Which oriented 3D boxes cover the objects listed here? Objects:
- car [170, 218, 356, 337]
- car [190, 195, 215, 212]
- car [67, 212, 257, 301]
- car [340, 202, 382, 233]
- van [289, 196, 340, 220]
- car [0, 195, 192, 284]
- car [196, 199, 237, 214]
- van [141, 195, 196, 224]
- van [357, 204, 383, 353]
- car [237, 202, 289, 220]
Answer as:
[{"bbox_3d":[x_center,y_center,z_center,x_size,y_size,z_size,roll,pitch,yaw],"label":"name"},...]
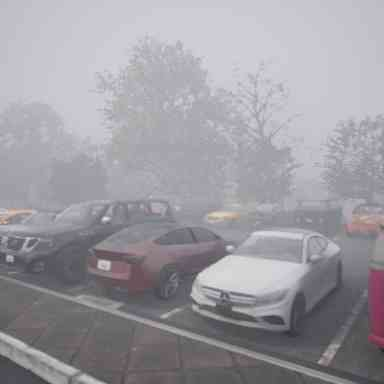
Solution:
[{"bbox_3d":[1.836,1.525,6.955,2.002,1.452,4.674,0,0,36],"label":"car"},{"bbox_3d":[0.598,1.234,23.942,2.435,2.045,5.566,0,0,36],"label":"car"},{"bbox_3d":[-0.408,1.513,8.590,2.163,1.488,4.792,0,0,36],"label":"car"},{"bbox_3d":[9.578,1.359,17.457,2.185,1.767,4.553,0,0,36],"label":"car"},{"bbox_3d":[7.410,1.257,19.187,1.878,1.987,4.442,0,0,36],"label":"van"},{"bbox_3d":[-2.701,1.231,10.156,2.435,2.045,5.566,0,0,36],"label":"car"},{"bbox_3d":[2.728,1.478,22.159,1.946,1.575,5.366,0,0,36],"label":"car"},{"bbox_3d":[-1.703,1.275,25.695,1.878,1.987,4.442,0,0,36],"label":"van"},{"bbox_3d":[4.161,1.261,5.434,1.878,1.987,4.442,0,0,36],"label":"van"},{"bbox_3d":[5.084,1.482,20.697,2.231,1.521,4.892,0,0,36],"label":"car"}]
